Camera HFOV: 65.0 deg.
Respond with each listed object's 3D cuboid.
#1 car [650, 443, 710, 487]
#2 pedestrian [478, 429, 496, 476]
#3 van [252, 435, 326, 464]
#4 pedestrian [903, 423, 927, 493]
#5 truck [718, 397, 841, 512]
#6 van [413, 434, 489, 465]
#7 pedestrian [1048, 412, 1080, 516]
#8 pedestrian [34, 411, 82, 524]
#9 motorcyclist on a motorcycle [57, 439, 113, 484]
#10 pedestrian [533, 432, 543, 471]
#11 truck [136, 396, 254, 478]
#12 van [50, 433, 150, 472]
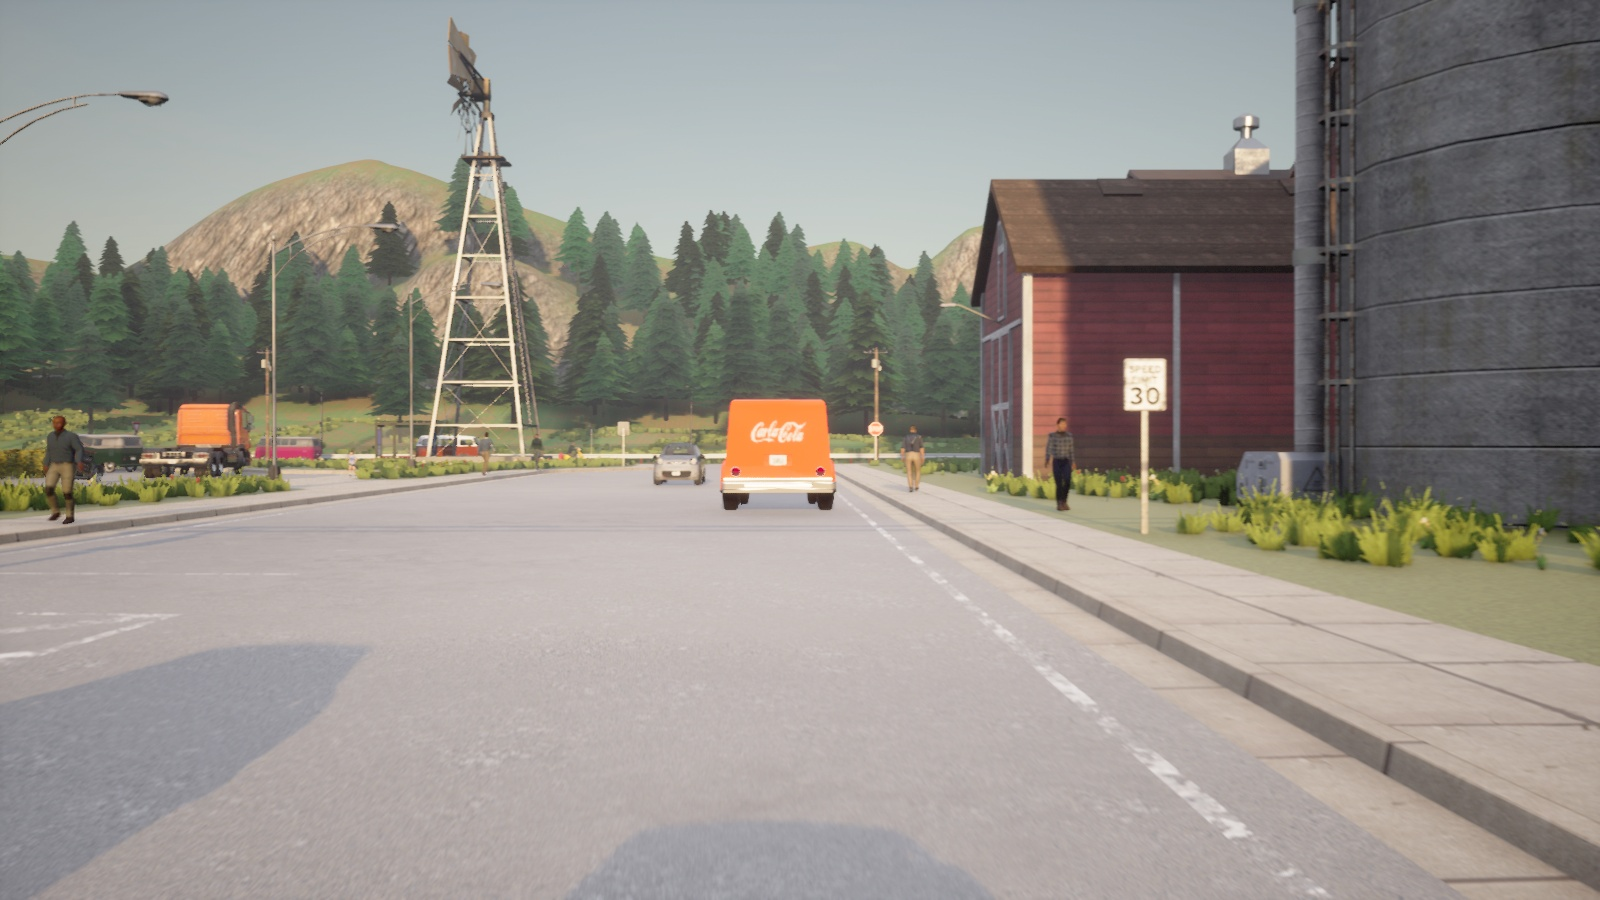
[{"bbox_3d":[-4.242,0.505,44.805,1.845,1.501,3.633,0,0,-1],"label":"car"},{"bbox_3d":[-12.874,0.103,51.722,0.423,1.949,0.788,0,0,10],"label":"pedestrian"},{"bbox_3d":[-35.546,-0.013,87.395,4.442,1.987,1.775,0,0,0],"label":"van"},{"bbox_3d":[3.077,0.214,33.526,0.540,1.848,0.694,0,0,14],"label":"pedestrian"},{"bbox_3d":[-0.486,0.093,29.560,2.627,2.467,5.204,0,0,-1],"label":"truck"},{"bbox_3d":[-23.270,-0.016,83.884,4.480,2.038,2.069,0,0,0],"label":"van"},{"bbox_3d":[5.048,0.265,24.021,0.423,1.949,0.788,0,0,-2],"label":"pedestrian"},{"bbox_3d":[-12.203,0.279,20.660,0.370,1.835,0.726,0,0,-2],"label":"pedestrian"},{"bbox_3d":[-26.677,0.418,46.871,0.766,1.649,2.350,0,0,-1],"label":"motorcyclist on a motorcycle"},{"bbox_3d":[-12.557,0.056,60.183,0.353,1.847,0.614,0,0,0],"label":"pedestrian"},{"bbox_3d":[-27.393,-0.574,57.229,2.891,3.462,7.936,0,0,-11],"label":"truck"},{"bbox_3d":[-35.969,0.116,64.528,4.442,1.987,1.775,0,0,13],"label":"van"}]
